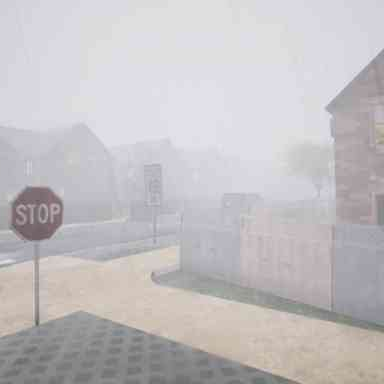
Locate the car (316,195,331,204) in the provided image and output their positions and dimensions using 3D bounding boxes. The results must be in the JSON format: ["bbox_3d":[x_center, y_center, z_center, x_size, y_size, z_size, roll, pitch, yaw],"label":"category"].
[{"bbox_3d":[17.093,1.154,42.668,1.882,1.535,5.008,-2,-1,36],"label":"car"}]

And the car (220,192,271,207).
[{"bbox_3d":[4.154,1.035,24.989,2.150,2.045,5.566,-2,-1,36],"label":"car"}]
